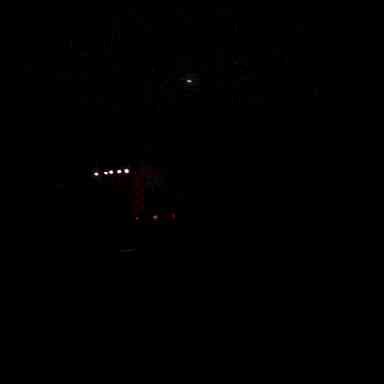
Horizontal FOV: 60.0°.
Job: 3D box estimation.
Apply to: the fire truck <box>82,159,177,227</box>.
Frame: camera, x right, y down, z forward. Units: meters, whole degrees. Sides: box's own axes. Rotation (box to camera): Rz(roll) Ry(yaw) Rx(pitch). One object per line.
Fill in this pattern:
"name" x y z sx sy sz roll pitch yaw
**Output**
"fire truck" -4.352 0.044 21.593 2.891 3.827 8.468 -1 1 -35
